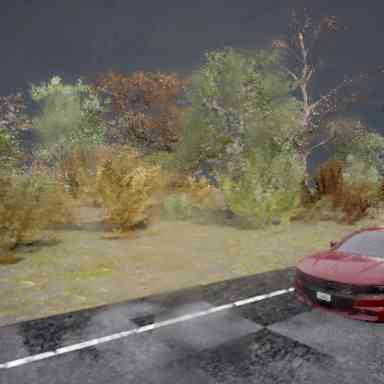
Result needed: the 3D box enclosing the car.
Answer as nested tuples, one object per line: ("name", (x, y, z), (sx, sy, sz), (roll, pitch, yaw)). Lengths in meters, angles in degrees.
("car", (4.237, 1.469, 7.014), (5.008, 1.535, 1.882), (0, 0, -35))
